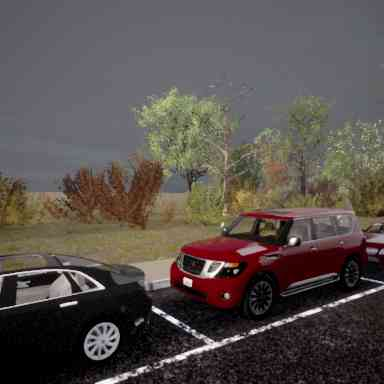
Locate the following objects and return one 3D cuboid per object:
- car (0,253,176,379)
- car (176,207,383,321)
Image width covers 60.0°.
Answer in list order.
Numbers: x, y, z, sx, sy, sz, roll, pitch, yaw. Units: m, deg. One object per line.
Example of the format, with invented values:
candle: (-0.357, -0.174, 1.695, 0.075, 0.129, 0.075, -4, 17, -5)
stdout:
car: (-2.635, 1.551, 4.209, 4.403, 1.369, 2.008, 0, 1, -35)
car: (1.971, 1.316, 7.487, 5.009, 1.841, 2.192, 0, 1, -35)
